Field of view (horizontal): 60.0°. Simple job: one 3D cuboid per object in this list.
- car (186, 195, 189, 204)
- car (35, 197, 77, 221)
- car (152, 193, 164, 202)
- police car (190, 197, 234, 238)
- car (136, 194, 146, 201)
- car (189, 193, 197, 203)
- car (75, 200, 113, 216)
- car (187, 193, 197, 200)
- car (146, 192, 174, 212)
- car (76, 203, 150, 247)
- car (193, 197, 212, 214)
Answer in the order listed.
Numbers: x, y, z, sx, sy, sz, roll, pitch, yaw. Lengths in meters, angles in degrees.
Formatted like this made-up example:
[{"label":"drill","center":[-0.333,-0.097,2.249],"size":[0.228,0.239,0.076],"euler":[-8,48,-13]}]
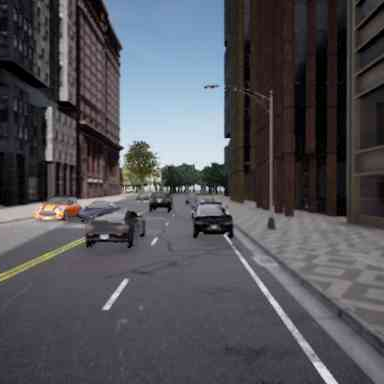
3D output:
[{"label":"car","center":[0.004,1.182,51.582],"size":[1.994,1.385,4.181],"euler":[0,0,0]},{"label":"car","center":[-9.846,1.169,24.857],"size":[2.097,1.767,4.553],"euler":[0,0,0]},{"label":"car","center":[-6.512,1.024,64.510],"size":[1.837,1.490,4.892],"euler":[0,0,0]},{"label":"police car","center":[0.975,1.299,17.069],"size":[1.930,1.638,5.238],"euler":[0,0,0]},{"label":"car","center":[-9.754,1.041,65.322],"size":[1.812,1.442,4.674],"euler":[0,0,0]},{"label":"car","center":[0.976,1.153,26.929],"size":[2.097,1.767,4.553],"euler":[0,0,0]},{"label":"car","center":[-6.597,1.348,24.138],"size":[1.812,1.442,4.674],"euler":[0,0,0]},{"label":"car","center":[0.004,0.949,68.853],"size":[2.033,1.411,5.357],"euler":[0,0,0]},{"label":"car","center":[-3.148,0.964,34.863],"size":[2.150,2.045,5.566],"euler":[0,0,0]},{"label":"car","center":[-3.135,1.420,14.228],"size":[1.812,1.442,4.674],"euler":[0,0,0]},{"label":"car","center":[0.978,1.283,32.959],"size":[1.812,1.442,4.674],"euler":[0,0,0]}]
